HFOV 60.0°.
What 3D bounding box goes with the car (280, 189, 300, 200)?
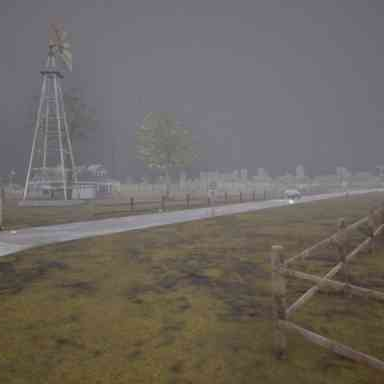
[{"bbox_3d":[14.690,0.354,49.394,1.812,1.442,4.674,-1,1,35],"label":"car"}]
